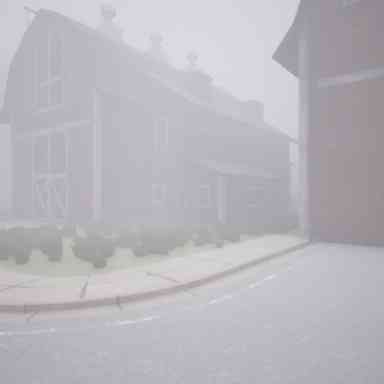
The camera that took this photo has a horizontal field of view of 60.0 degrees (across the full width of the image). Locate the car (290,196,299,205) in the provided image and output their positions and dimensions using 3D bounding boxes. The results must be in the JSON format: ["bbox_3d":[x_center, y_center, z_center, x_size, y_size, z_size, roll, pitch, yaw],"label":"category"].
[{"bbox_3d":[20.446,1.768,67.601,1.905,1.878,3.866,0,0,37],"label":"car"}]
